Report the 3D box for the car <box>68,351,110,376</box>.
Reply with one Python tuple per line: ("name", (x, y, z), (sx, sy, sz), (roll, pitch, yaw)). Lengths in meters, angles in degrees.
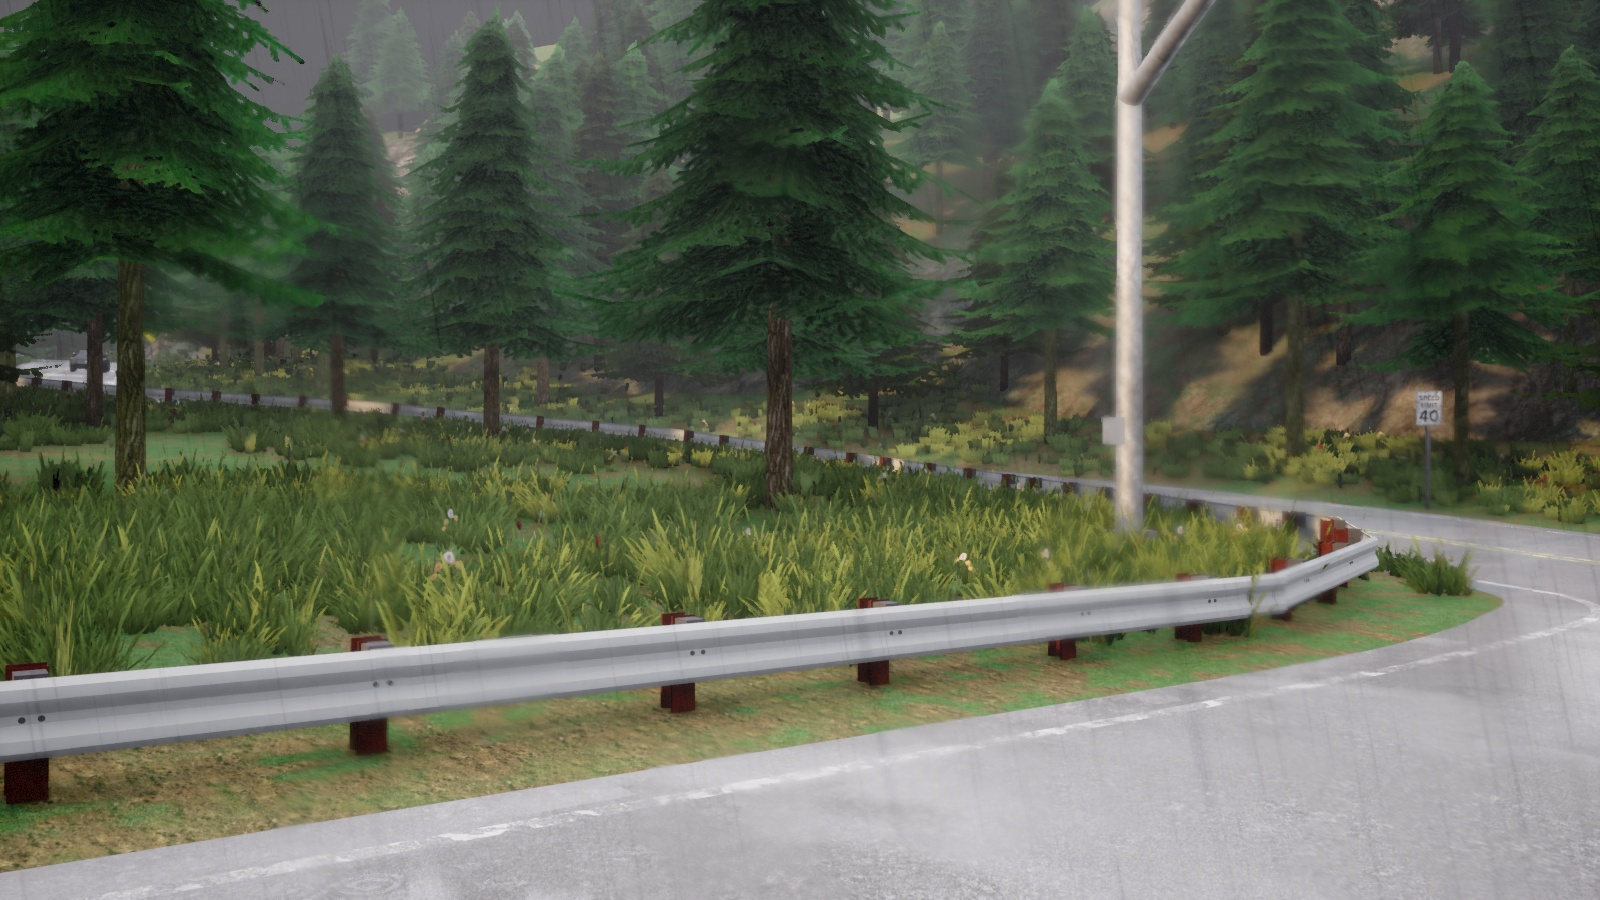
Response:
("car", (-42.930, -5.241, 75.914), (1.994, 1.385, 4.181), (0, 5, -27))
